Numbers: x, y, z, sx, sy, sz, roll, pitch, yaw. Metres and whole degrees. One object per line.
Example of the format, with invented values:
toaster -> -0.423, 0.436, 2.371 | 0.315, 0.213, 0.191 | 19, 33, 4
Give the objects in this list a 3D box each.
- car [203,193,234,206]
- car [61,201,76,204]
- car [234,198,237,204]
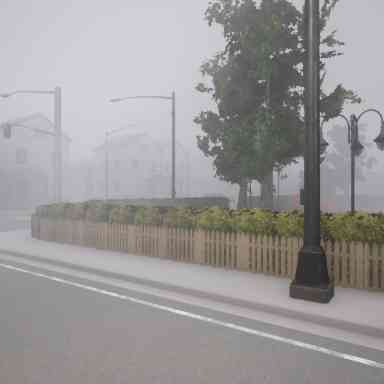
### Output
car -> 3.515, 1.221, 48.168 | 2.150, 2.045, 5.566 | 0, 0, 35
car -> -12.247, 1.564, 31.845 | 1.994, 1.385, 4.181 | 0, 0, 35
car -> 6.131, 1.471, 58.052 | 1.994, 1.385, 4.181 | 0, 0, 35
